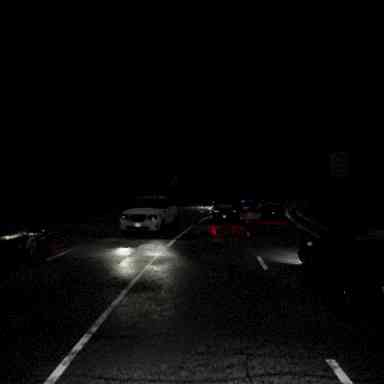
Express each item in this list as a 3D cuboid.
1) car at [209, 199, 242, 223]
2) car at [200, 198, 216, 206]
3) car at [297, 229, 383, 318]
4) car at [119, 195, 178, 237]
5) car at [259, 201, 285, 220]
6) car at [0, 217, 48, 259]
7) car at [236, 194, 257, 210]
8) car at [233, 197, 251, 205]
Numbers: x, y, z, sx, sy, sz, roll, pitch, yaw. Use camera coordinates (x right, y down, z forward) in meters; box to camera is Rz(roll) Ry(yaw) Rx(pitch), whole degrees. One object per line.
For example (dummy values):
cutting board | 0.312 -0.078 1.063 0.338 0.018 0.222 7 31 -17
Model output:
car | 2.669 1.518 25.500 1.812 1.442 4.674 0 0 10
car | 2.807 1.568 52.669 1.895 1.301 4.718 0 0 21
car | 3.911 1.552 7.495 2.033 1.411 5.357 0 0 4
car | -2.218 1.205 18.499 2.150 2.045 5.566 0 0 8
car | 6.806 1.481 28.337 1.882 1.535 5.008 0 0 12
car | -6.601 1.526 10.395 2.033 1.411 5.357 0 0 4
car | 6.930 1.216 42.555 2.150 2.045 5.566 0 0 17
car | 8.863 1.587 58.282 1.895 1.301 4.718 0 0 24
